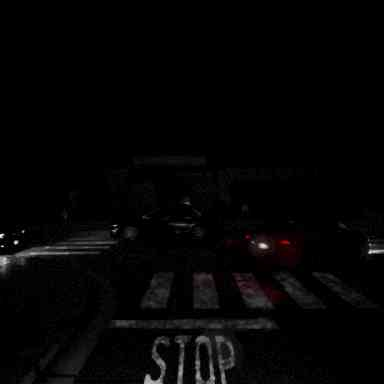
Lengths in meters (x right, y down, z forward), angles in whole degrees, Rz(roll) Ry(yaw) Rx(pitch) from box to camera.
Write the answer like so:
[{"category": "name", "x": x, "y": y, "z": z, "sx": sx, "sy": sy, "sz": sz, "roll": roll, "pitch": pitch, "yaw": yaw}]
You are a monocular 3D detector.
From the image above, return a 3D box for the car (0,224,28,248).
[{"category": "car", "x": -8.896, "y": 1.431, "z": 11.841, "sx": 5.357, "sy": 1.411, "sz": 2.033, "roll": -1, "pitch": 0, "yaw": 0}]

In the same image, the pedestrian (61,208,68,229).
[{"category": "pedestrian", "x": -6.779, "y": 1.408, "z": 17.689, "sx": 0.500, "sy": 1.100, "sz": 0.500, "roll": 0, "pitch": 0, "yaw": 0}]

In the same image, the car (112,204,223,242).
[{"category": "car", "x": -1.072, "y": 1.323, "z": 14.742, "sx": 4.892, "sy": 1.490, "sz": 1.837, "roll": -1, "pitch": 0, "yaw": 0}]

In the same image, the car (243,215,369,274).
[{"category": "car", "x": 3.523, "y": 1.377, "z": 10.067, "sx": 4.181, "sy": 1.385, "sz": 1.994, "roll": -1, "pitch": 1, "yaw": -37}]
